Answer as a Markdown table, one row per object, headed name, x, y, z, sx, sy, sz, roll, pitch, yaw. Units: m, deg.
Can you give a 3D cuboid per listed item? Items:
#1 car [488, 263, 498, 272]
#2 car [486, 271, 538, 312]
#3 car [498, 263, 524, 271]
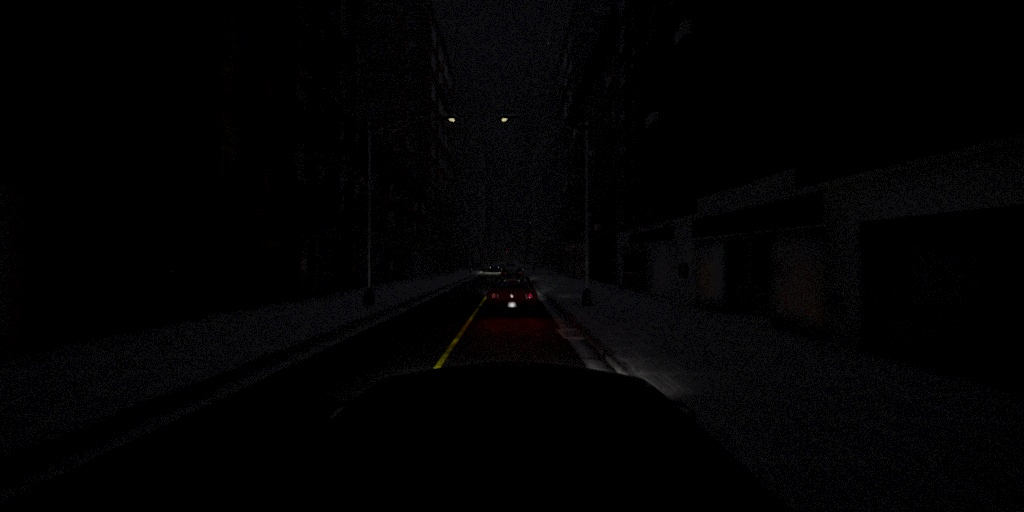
| name | x | y | z | sx | sy | sz | roll | pitch | yaw |
| --- | --- | --- | --- | --- | --- | --- | --- | --- | --- |
| car | -2.780 | 1.815 | 58.504 | 1.882 | 1.535 | 5.008 | 0 | -1 | 0 |
| car | 0.016 | 1.489 | 15.091 | 1.895 | 1.301 | 4.718 | 0 | -1 | 0 |
| car | 0.026 | 1.530 | 31.077 | 1.882 | 1.535 | 5.008 | 0 | 0 | 1 |
